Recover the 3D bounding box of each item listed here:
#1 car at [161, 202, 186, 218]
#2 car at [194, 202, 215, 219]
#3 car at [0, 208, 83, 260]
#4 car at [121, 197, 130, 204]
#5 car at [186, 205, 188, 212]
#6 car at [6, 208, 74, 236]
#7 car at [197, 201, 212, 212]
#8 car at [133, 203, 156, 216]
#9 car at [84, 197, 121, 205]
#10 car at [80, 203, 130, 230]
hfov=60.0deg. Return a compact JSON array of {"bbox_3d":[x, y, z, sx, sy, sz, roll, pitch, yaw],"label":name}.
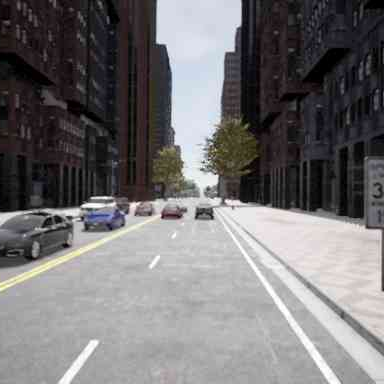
[{"bbox_3d":[-1.978,1.910,33.897,1.994,1.385,4.181,0,-1,3],"label":"car"},{"bbox_3d":[1.271,1.879,33.906,1.837,1.490,4.892,0,0,2],"label":"car"},{"bbox_3d":[-6.169,1.593,12.886,1.837,1.490,4.892,0,-1,2],"label":"car"},{"bbox_3d":[-8.421,1.638,37.186,2.150,2.045,5.566,0,-1,2],"label":"car"},{"bbox_3d":[-1.583,2.071,45.421,1.895,1.301,4.718,0,-1,3],"label":"car"},{"bbox_3d":[-9.134,1.746,20.549,1.895,1.301,4.718,0,-1,2],"label":"car"},{"bbox_3d":[1.771,2.083,47.565,1.994,1.385,4.181,0,-1,3],"label":"car"},{"bbox_3d":[-5.175,1.924,37.092,1.812,1.442,4.674,0,-1,2],"label":"car"},{"bbox_3d":[-8.687,1.484,31.258,2.150,2.045,5.566,0,-1,2],"label":"car"},{"bbox_3d":[-5.801,1.722,22.701,1.812,1.442,4.674,0,-1,3],"label":"car"}]
